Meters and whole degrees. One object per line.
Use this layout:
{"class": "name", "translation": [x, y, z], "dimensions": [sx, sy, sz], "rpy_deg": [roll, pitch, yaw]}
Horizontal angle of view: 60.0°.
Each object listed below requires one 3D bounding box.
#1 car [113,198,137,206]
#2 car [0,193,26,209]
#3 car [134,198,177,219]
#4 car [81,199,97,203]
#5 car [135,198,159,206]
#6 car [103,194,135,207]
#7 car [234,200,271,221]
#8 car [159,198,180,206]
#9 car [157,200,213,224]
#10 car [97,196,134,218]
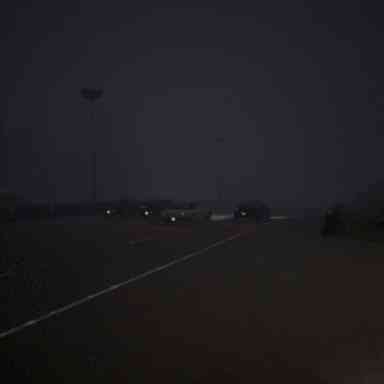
{"class": "car", "translation": [-12.453, 1.846, 62.405], "dimensions": [1.837, 1.490, 4.892], "rpy_deg": [0, 0, 27]}
{"class": "car", "translation": [-21.026, 1.133, 36.474], "dimensions": [2.150, 2.045, 5.566], "rpy_deg": [0, 0, 26]}
{"class": "car", "translation": [-2.277, 1.320, 26.554], "dimensions": [1.837, 1.490, 4.892], "rpy_deg": [0, -1, 26]}
{"class": "car", "translation": [-16.375, 1.773, 54.180], "dimensions": [1.895, 1.301, 4.718], "rpy_deg": [0, -1, 26]}
{"class": "car", "translation": [-8.446, 1.859, 62.699], "dimensions": [2.128, 1.511, 4.902], "rpy_deg": [0, -1, 26]}
{"class": "car", "translation": [-11.997, 1.436, 55.225], "dimensions": [2.150, 2.045, 5.566], "rpy_deg": [0, -2, 26]}
{"class": "car", "translation": [4.481, 1.316, 24.463], "dimensions": [1.812, 1.442, 4.674], "rpy_deg": [0, -1, 26]}
{"class": "car", "translation": [-4.198, 1.879, 63.395], "dimensions": [1.882, 1.535, 5.008], "rpy_deg": [0, -1, 26]}
{"class": "car", "translation": [-0.200, 1.399, 22.780], "dimensions": [1.895, 1.301, 4.718], "rpy_deg": [0, 0, 26]}
{"class": "car", "translation": [-5.441, 1.335, 28.051], "dimensions": [1.837, 1.490, 4.892], "rpy_deg": [0, -1, 26]}
